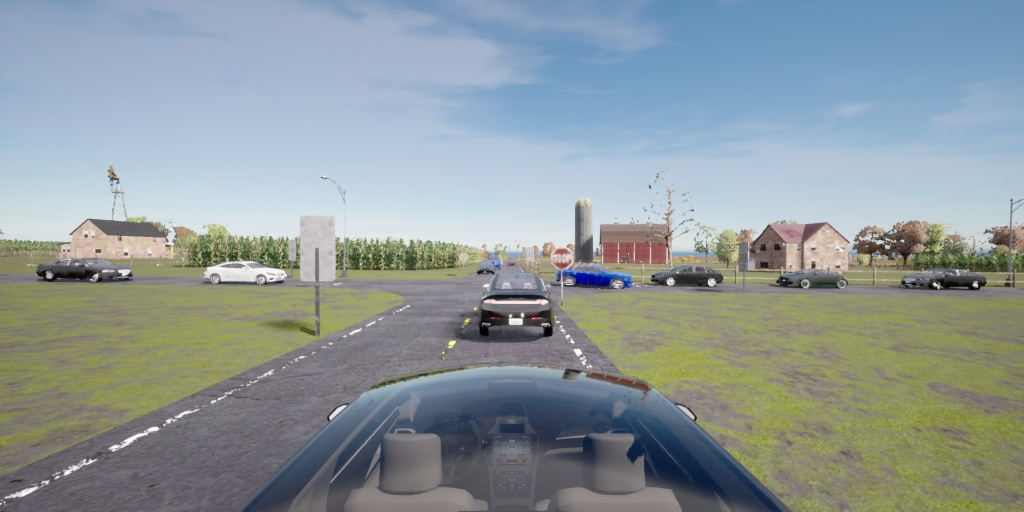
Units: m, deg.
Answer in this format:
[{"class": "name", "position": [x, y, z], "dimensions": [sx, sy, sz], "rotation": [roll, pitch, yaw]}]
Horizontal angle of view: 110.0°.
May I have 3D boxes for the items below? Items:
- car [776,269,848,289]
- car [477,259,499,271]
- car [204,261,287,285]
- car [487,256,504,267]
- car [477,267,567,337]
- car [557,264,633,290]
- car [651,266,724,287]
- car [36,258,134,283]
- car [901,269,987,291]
[{"class": "car", "position": [21.871, 1.629, 26.212], "dimensions": [4.181, 1.385, 1.994], "rotation": [1, 1, 0]}, {"class": "car", "position": [-2.824, 1.316, 39.919], "dimensions": [2.033, 1.411, 5.357], "rotation": [0, 0, 0]}, {"class": "car", "position": [-17.134, 1.067, 23.128], "dimensions": [4.674, 1.442, 1.812], "rotation": [1, 1, 0]}, {"class": "car", "position": [-2.820, 1.000, 54.128], "dimensions": [2.150, 2.045, 5.566], "rotation": [0, 1, 1]}, {"class": "car", "position": [0.143, 1.241, 10.343], "dimensions": [2.128, 1.511, 4.902], "rotation": [0, 0, 1]}, {"class": "car", "position": [5.437, 1.314, 23.870], "dimensions": [5.008, 1.535, 1.882], "rotation": [2, 2, 21]}, {"class": "car", "position": [12.739, 1.443, 26.228], "dimensions": [4.892, 1.490, 1.837], "rotation": [1, 1, 1]}, {"class": "car", "position": [-27.378, 0.880, 23.097], "dimensions": [4.902, 1.511, 2.128], "rotation": [1, 1, 0]}, {"class": "car", "position": [31.479, 1.686, 26.237], "dimensions": [4.902, 1.511, 2.128], "rotation": [1, 1, 0]}]
